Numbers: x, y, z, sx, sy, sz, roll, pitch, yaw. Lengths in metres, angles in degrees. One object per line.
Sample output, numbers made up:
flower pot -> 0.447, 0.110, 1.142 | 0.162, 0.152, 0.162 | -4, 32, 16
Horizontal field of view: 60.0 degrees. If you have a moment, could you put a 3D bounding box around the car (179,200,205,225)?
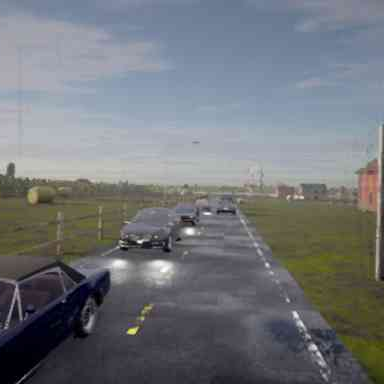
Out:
car -> -0.460, 1.521, 23.976 | 2.033, 1.411, 5.357 | 1, 0, 6

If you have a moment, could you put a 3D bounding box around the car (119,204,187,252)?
car -> -1.532, 1.462, 13.790 | 1.837, 1.490, 4.892 | 1, 0, 6

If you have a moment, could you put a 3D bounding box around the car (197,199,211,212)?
car -> 1.210, 1.529, 39.030 | 1.812, 1.442, 4.674 | 1, 0, 6

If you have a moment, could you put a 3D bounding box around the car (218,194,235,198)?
car -> 5.030, 1.303, 48.605 | 2.150, 2.045, 5.566 | 1, 0, 6

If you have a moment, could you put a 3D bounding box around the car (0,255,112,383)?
car -> -2.581, 1.542, 3.824 | 1.895, 1.301, 4.718 | 1, 0, 6

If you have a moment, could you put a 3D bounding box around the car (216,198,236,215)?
car -> 3.646, 1.622, 35.372 | 1.994, 1.385, 4.181 | 1, 0, 7
